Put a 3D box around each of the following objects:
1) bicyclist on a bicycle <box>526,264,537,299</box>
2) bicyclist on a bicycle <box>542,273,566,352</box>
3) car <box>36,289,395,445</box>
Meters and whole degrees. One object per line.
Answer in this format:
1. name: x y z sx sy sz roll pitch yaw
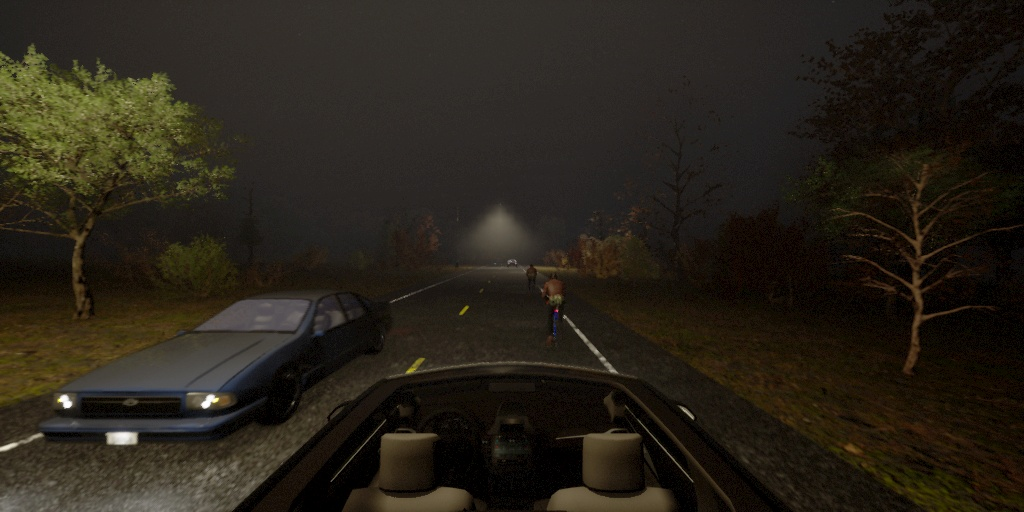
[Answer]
1. bicyclist on a bicycle: 0.951 1.203 17.227 0.582 1.620 1.656 0 0 0
2. bicyclist on a bicycle: 0.956 1.202 7.973 0.582 1.620 1.656 0 0 0
3. car: -3.602 1.297 5.973 2.033 1.411 5.357 0 0 0
